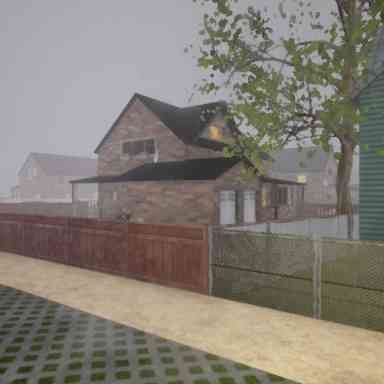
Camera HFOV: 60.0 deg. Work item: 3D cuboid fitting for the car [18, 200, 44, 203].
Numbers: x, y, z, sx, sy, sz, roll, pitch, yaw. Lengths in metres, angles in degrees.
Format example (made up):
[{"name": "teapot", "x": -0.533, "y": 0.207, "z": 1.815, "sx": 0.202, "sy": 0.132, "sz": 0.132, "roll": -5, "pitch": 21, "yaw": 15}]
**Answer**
[{"name": "car", "x": -16.325, "y": 1.613, "z": 32.845, "sx": 1.837, "sy": 1.490, "sz": 4.892, "roll": 0, "pitch": 0, "yaw": 35}]
